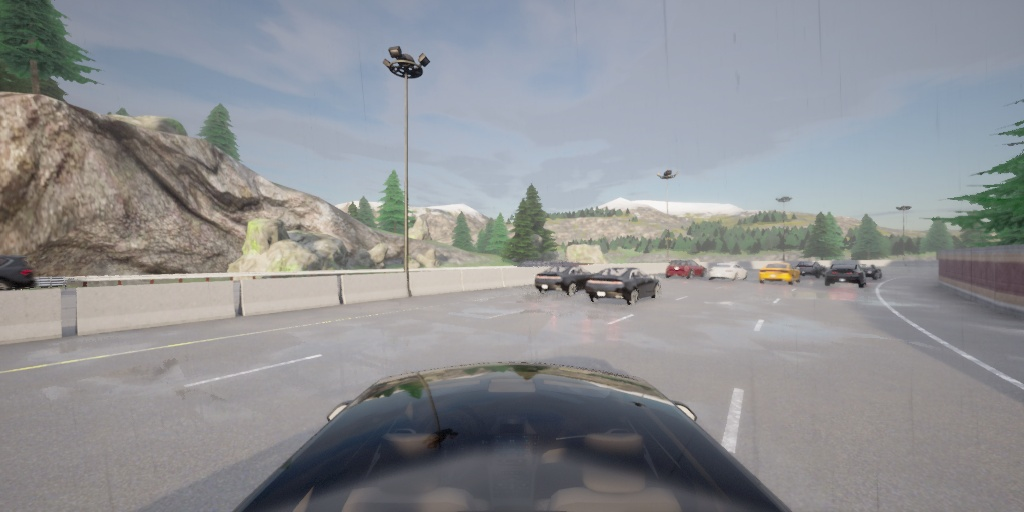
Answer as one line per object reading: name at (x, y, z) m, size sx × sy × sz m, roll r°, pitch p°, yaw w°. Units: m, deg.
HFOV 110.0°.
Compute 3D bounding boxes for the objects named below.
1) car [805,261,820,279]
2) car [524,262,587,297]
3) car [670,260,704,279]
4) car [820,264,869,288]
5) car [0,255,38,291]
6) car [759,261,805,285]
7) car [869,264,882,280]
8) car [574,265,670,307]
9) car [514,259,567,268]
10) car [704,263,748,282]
car at (27.658, 1.240, 33.234) m, size 4.902 × 1.511 × 2.128 m, roll 0°, pitch 0°, yaw -39°
car at (3.111, 1.241, 18.971) m, size 2.128 × 1.511 × 4.902 m, roll 0°, pitch 0°, yaw 39°
car at (15.635, 1.101, 32.109) m, size 4.553 × 1.767 × 2.097 m, roll 0°, pitch 0°, yaw -43°
car at (22.469, 1.254, 24.129) m, size 4.892 × 1.490 × 1.837 m, roll 0°, pitch 0°, yaw -43°
car at (-25.463, 0.971, 15.757) m, size 2.150 × 2.045 × 5.566 m, roll 0°, pitch 0°, yaw 33°
car at (19.726, 1.227, 26.350) m, size 5.008 × 1.535 × 1.882 m, roll 0°, pitch 0°, yaw -44°
car at (30.401, 1.350, 30.970) m, size 4.718 × 1.301 × 1.895 m, roll 0°, pitch 0°, yaw -39°
car at (4.983, 1.241, 15.735) m, size 2.128 × 1.511 × 4.902 m, roll 0°, pitch 0°, yaw 39°
car at (2.767, 1.240, 34.511) m, size 2.128 × 1.511 × 4.902 m, roll 0°, pitch 0°, yaw 44°
car at (17.662, 1.275, 29.244) m, size 4.674 × 1.442 × 1.812 m, roll 0°, pitch 0°, yaw -43°
